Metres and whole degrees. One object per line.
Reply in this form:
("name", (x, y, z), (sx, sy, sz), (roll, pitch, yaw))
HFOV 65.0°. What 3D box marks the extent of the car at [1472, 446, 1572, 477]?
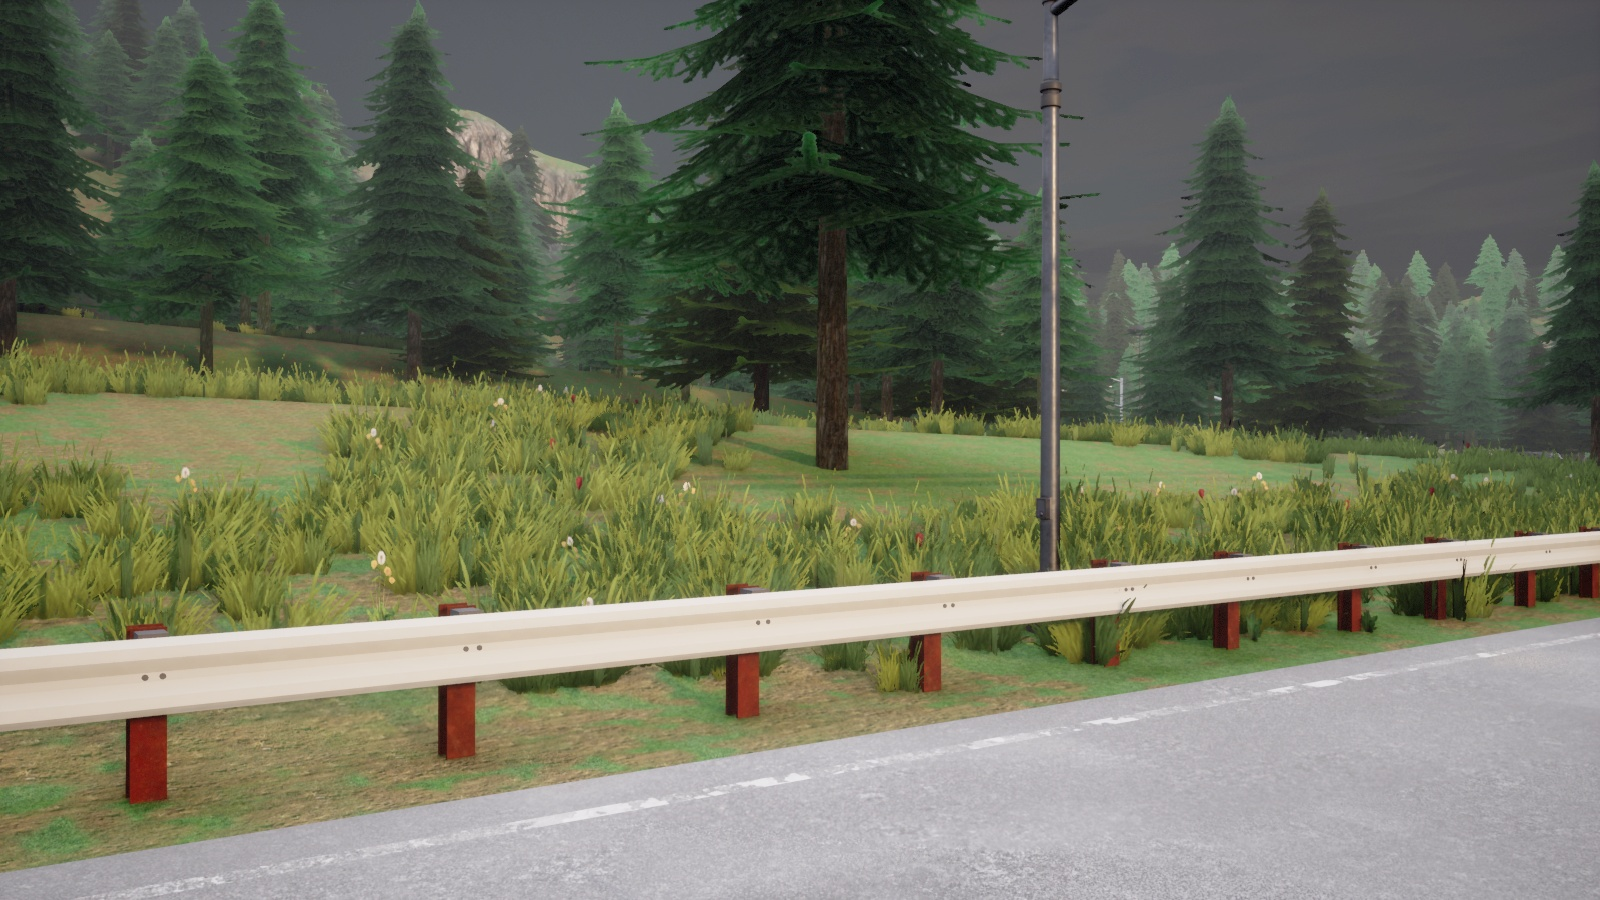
("car", (41.877, 0.665, 72.939), (2.097, 1.767, 4.553), (0, 0, -35))
